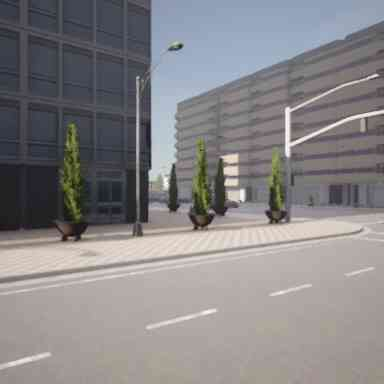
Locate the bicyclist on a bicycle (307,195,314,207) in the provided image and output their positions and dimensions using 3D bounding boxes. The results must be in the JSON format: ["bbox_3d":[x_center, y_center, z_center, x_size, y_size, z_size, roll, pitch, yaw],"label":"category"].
[{"bbox_3d":[16.226,1.251,45.468,1.656,1.620,0.582,0,0,-35],"label":"bicyclist on a bicycle"}]

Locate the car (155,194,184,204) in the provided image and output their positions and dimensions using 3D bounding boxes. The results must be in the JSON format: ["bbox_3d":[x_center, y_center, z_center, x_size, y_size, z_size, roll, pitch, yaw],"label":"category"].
[{"bbox_3d":[-4.179,1.497,61.756,2.033,1.411,5.357,0,0,-35],"label":"car"}]

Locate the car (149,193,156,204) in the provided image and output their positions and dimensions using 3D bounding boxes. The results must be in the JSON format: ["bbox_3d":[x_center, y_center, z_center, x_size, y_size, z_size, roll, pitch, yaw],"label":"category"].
[{"bbox_3d":[-8.968,1.441,62.368,2.128,1.511,4.902,0,0,-35],"label":"car"}]

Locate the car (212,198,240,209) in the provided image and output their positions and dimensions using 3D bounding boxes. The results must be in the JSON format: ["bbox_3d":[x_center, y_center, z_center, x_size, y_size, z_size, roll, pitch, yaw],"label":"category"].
[{"bbox_3d":[4.258,1.512,43.400,1.994,1.385,4.181,0,0,-35],"label":"car"}]

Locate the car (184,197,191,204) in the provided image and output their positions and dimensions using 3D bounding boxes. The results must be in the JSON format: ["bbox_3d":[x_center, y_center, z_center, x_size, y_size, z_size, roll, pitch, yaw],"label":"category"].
[{"bbox_3d":[-1.257,1.550,63.681,1.895,1.301,4.718,0,0,-35],"label":"car"}]
